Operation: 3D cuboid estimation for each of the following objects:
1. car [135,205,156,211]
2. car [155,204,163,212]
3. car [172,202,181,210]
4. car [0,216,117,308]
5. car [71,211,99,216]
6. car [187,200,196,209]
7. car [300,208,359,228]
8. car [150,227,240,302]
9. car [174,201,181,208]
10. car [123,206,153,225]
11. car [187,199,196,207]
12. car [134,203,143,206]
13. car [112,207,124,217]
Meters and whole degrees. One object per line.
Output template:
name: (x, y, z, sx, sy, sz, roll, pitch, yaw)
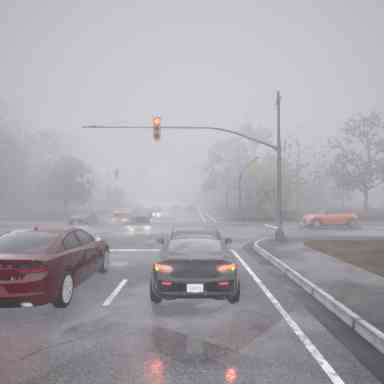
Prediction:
car: (-7.196, 3.133, 50.873, 1.882, 1.535, 5.008, 0, -1, 0)
car: (-7.138, 3.304, 68.347, 2.128, 1.511, 4.902, 0, 0, 0)
car: (-3.653, 3.358, 76.996, 1.895, 1.301, 4.718, 0, 0, 0)
car: (-3.433, 1.556, 8.141, 1.882, 1.535, 5.008, 0, -1, 0)
car: (-10.666, 2.558, 33.171, 2.033, 1.411, 5.357, 0, -3, 0)
car: (-0.154, 3.305, 77.298, 1.994, 1.385, 4.181, 0, 0, 0)
car: (11.753, 2.164, 28.687, 4.553, 1.767, 2.097, 0, -3, -2)
car: (0.064, 1.606, 8.286, 1.812, 1.442, 4.674, 0, -1, 0)
car: (-3.774, 3.228, 86.907, 1.812, 1.442, 4.674, 0, 0, -4)
car: (-5.663, 2.546, 34.509, 1.882, 1.535, 5.008, 0, -3, -17)
car: (-0.265, 2.895, 87.032, 2.097, 1.767, 4.553, 0, 0, -4)
car: (-10.657, 3.173, 66.005, 2.097, 1.767, 4.553, 0, 0, 0)
car: (-10.696, 3.121, 50.337, 1.882, 1.535, 5.008, 0, -1, 0)
